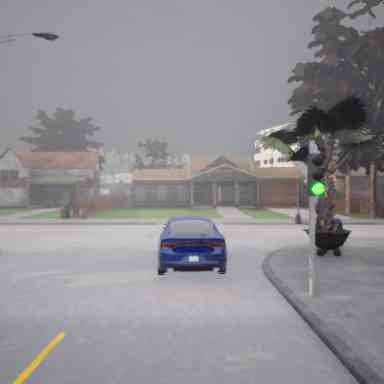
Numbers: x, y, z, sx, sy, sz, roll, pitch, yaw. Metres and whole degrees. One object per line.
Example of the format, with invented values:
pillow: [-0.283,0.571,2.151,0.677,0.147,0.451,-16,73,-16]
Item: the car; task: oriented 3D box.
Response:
car: [-0.094,1.496,10.682,1.882,1.535,5.008,0,0,-3]
